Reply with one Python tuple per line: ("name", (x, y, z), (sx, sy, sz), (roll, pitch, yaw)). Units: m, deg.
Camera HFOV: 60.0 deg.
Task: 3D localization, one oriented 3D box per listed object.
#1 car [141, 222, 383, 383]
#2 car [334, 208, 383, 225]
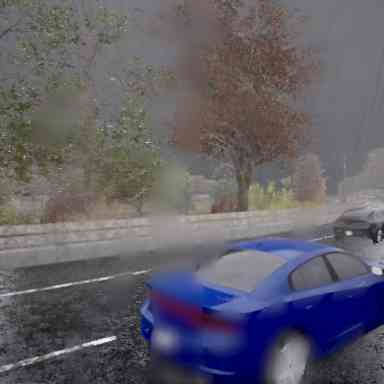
("car", (1.635, 1.486, 5.240), (5.008, 1.535, 1.882), (0, 0, -38))
("car", (8.487, 1.516, 15.988), (4.892, 1.490, 1.837), (0, 0, -44))
